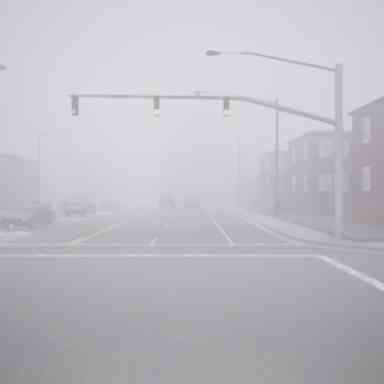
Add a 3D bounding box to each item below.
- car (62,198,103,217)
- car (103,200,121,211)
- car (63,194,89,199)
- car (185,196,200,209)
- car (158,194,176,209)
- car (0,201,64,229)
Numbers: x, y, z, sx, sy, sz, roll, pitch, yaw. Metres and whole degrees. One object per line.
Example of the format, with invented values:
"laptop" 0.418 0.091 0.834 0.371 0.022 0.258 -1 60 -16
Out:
"car" -10.588 1.590 32.134 2.033 1.411 5.357 0 0 0
"car" -10.536 1.657 42.380 1.895 1.301 4.718 0 0 1
"car" -14.046 1.275 40.201 2.150 2.045 5.566 0 0 1
"car" 0.058 1.413 47.623 2.097 1.767 4.553 0 0 1
"car" -3.493 1.284 47.010 2.150 2.045 5.566 0 0 0
"car" -10.631 1.577 21.996 2.033 1.411 5.357 0 0 -3
